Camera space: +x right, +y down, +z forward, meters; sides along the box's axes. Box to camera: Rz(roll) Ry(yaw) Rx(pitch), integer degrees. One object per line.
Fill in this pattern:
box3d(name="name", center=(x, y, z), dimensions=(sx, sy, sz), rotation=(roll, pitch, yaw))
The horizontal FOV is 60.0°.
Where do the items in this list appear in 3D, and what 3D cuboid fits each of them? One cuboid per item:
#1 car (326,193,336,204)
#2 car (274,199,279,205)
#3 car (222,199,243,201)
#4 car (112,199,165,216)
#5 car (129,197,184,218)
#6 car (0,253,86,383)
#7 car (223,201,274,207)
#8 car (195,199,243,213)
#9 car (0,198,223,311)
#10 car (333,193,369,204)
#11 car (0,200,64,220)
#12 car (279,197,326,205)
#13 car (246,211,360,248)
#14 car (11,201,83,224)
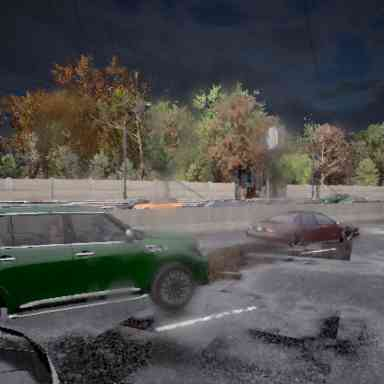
box3d(name="car", center=(20.919, 1.228, 48.582), dimensions=(5.566, 2.045, 2.150), rotation=(0, 0, -30))
box3d(name="car", center=(12.001, 1.549, 43.350), dimensions=(5.357, 1.411, 2.033), rotation=(0, 0, -30))
box3d(name="car", center=(1.843, 1.525, 29.255), dimensions=(4.674, 1.442, 1.812), rotation=(0, 0, -31))
box3d(name="car", center=(-5.301, 1.505, 33.188), dimensions=(4.892, 1.490, 1.837), rotation=(0, 0, -30))
box3d(name="car", center=(-3.192, 1.352, 30.371), dimensions=(4.553, 1.767, 2.097), rotation=(0, 0, -30))
box3d(name="car", center=(-3.283, 1.492, 1.676), dimensions=(4.902, 1.511, 2.128), rotation=(0, 0, -30))
box3d(name="car", center=(3.900, 1.600, 26.423), dimensions=(4.718, 1.301, 1.895), rotation=(0, 0, -30))
box3d(name="car", center=(3.128, 1.548, 38.148), dimensions=(5.357, 1.411, 2.033), rotation=(0, 0, -30))
box3d(name="car", center=(-2.358, 1.222, 6.277), dimensions=(5.566, 2.045, 2.150), rotation=(0, 0, -30))
box3d(name="car", center=(21.899, 1.358, 45.103), dimensions=(4.553, 1.767, 2.097), rotation=(0, 0, -30))
box3d(name="car", center=(-13.666, 1.478, 28.282), dimensions=(5.008, 1.535, 1.882), rotation=(0, 0, -30))
box3d(name="car", center=(13.388, 1.493, 40.107), dimensions=(4.902, 1.511, 2.128), rotation=(0, 0, -30))
box3d(name="car", center=(4.947, 1.546, 14.645), dimensions=(5.357, 1.411, 2.033), rotation=(0, 0, -28))
box3d(name="car", center=(-11.169, 1.492, 25.687), dimensions=(4.902, 1.511, 2.128), rotation=(0, 0, -30))
